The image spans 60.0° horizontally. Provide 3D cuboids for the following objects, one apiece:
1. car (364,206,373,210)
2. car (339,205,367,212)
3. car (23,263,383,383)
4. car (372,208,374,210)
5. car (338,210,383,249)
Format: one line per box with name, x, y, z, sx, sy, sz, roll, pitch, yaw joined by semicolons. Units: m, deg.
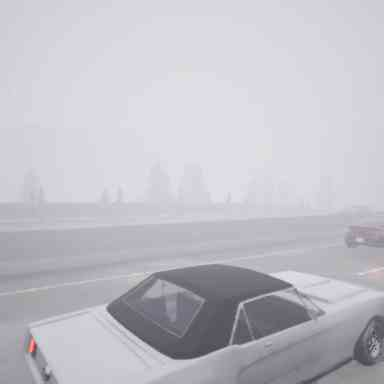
car;21.507;2.812;36.501;4.902;1.511;2.128;7;-4;-35
car;19.620;2.560;39.453;5.566;2.045;2.150;7;-4;-35
car;0.626;1.624;4.190;4.718;1.301;1.895;1;0;-35
car;18.718;2.348;30.223;4.674;1.442;1.812;5;-3;-35
car;8.209;1.646;13.896;4.674;1.442;1.812;0;0;-35
